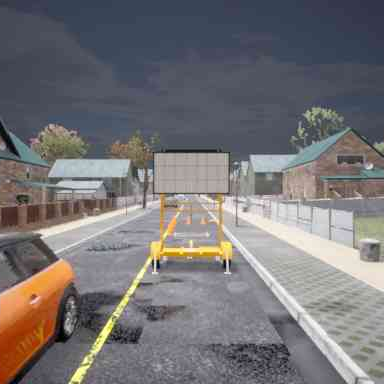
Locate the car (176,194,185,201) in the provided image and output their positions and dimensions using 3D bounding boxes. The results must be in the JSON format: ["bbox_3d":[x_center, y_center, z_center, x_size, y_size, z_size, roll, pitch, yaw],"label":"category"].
[{"bbox_3d":[-2.931,1.206,87.770,2.150,2.045,5.566,0,0,0],"label":"car"}]

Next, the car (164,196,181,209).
[{"bbox_3d":[-2.940,1.566,44.844,1.994,1.385,4.181,0,0,0],"label":"car"}]

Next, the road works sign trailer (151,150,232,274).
[{"bbox_3d":[-0.021,0.468,10.528,2.380,3.560,2.880,0,0,0],"label":"road works sign trailer"}]

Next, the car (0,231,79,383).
[{"bbox_3d":[-2.857,1.353,3.423,2.097,1.767,4.553,0,0,0],"label":"car"}]
